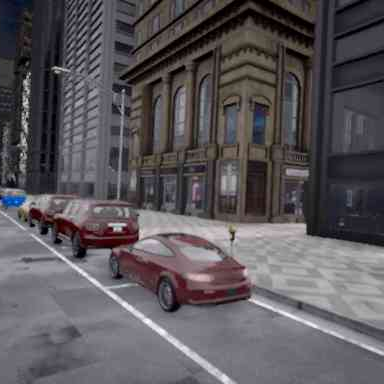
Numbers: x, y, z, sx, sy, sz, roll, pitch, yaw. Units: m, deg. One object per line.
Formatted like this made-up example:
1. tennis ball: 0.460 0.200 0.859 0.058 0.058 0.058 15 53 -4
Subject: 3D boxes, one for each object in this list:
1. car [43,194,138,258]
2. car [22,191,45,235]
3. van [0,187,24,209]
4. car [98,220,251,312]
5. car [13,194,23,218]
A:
1. car: -3.647 1.167 12.184 2.192 1.841 5.009 3 0 -35
2. car: -6.835 1.028 16.798 2.192 1.841 5.009 3 0 -35
3. van: -16.398 0.636 30.637 1.690 1.788 3.998 3 0 -35
4. car: -0.473 1.574 7.570 1.802 1.307 4.206 3 0 -35
5. car: -10.129 1.094 21.550 1.752 1.417 4.829 3 0 -35
